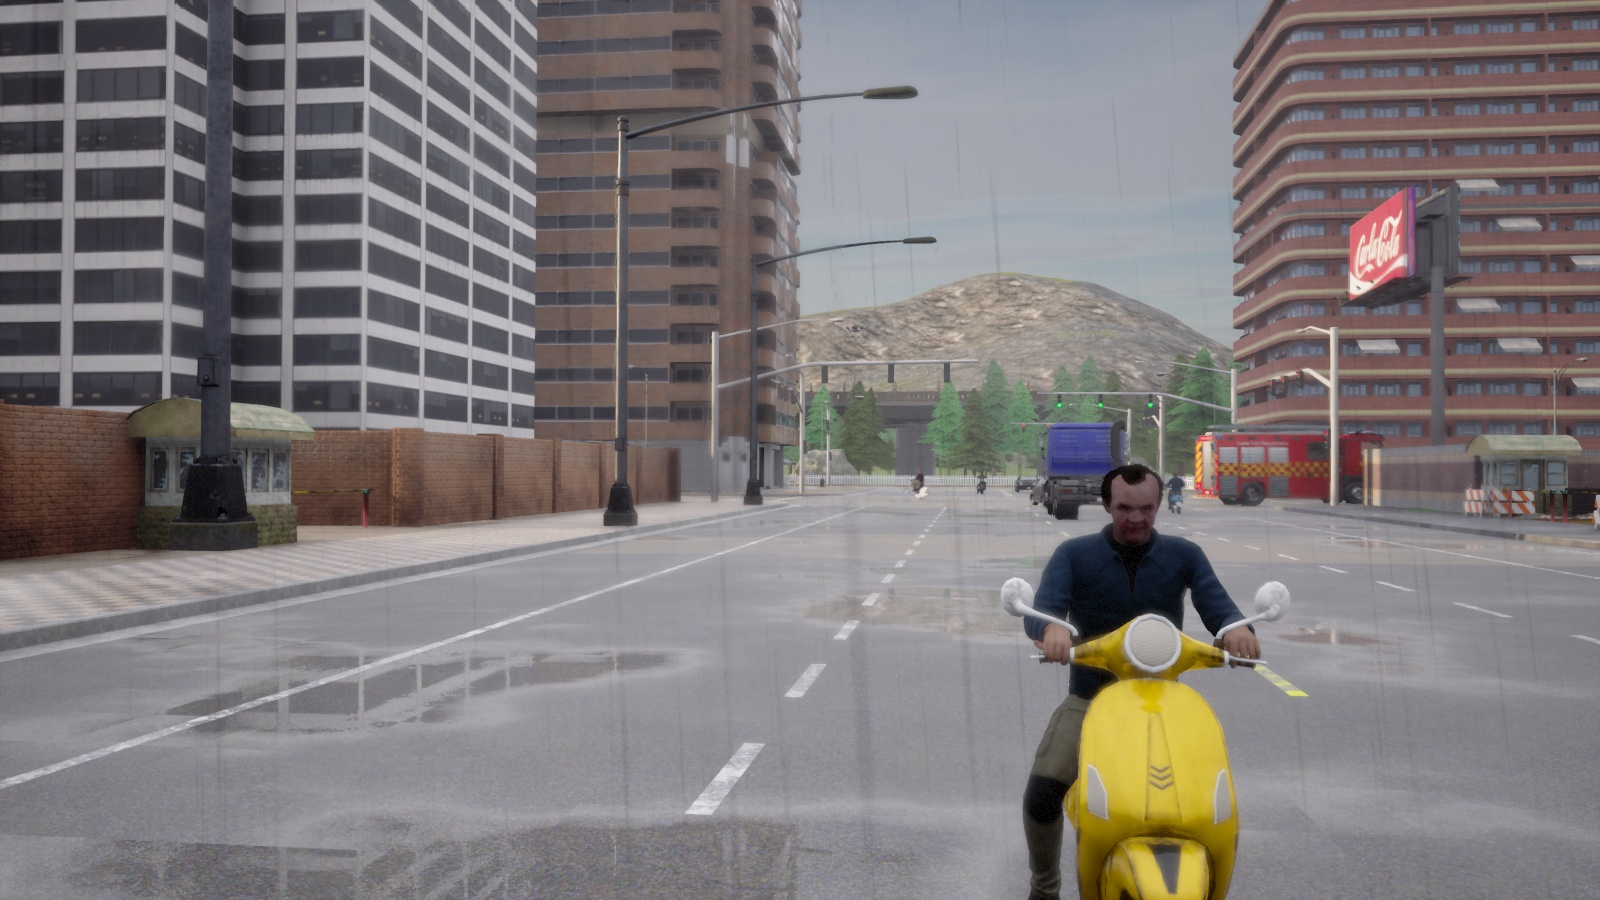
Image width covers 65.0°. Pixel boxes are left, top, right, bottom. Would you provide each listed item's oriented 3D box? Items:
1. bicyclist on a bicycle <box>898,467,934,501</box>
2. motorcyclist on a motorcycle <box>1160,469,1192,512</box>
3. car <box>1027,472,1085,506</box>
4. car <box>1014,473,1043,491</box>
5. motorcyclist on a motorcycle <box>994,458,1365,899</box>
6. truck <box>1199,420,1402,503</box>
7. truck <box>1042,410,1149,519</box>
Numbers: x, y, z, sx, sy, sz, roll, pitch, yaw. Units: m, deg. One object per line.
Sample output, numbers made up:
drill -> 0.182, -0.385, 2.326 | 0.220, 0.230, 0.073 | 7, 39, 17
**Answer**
bicyclist on a bicycle -> 6.131, 1.778, 66.682 | 1.843, 1.776, 0.659 | -1, 0, 41
motorcyclist on a motorcycle -> 14.190, 1.506, 47.442 | 0.866, 1.590, 1.817 | 0, -1, 8
car -> 11.512, 1.733, 56.693 | 1.845, 1.501, 3.633 | 0, -1, 0
car -> 17.337, 2.444, 95.418 | 1.895, 1.301, 4.718 | 0, -1, 8
motorcyclist on a motorcycle -> 1.080, 0.831, 4.042 | 0.866, 1.590, 1.817 | 0, -1, 8
truck -> 23.632, 0.553, 59.558 | 8.468, 3.827, 2.891 | 0, -1, -3
truck -> 10.156, 0.527, 43.897 | 2.891, 3.462, 7.936 | 0, -1, 8
